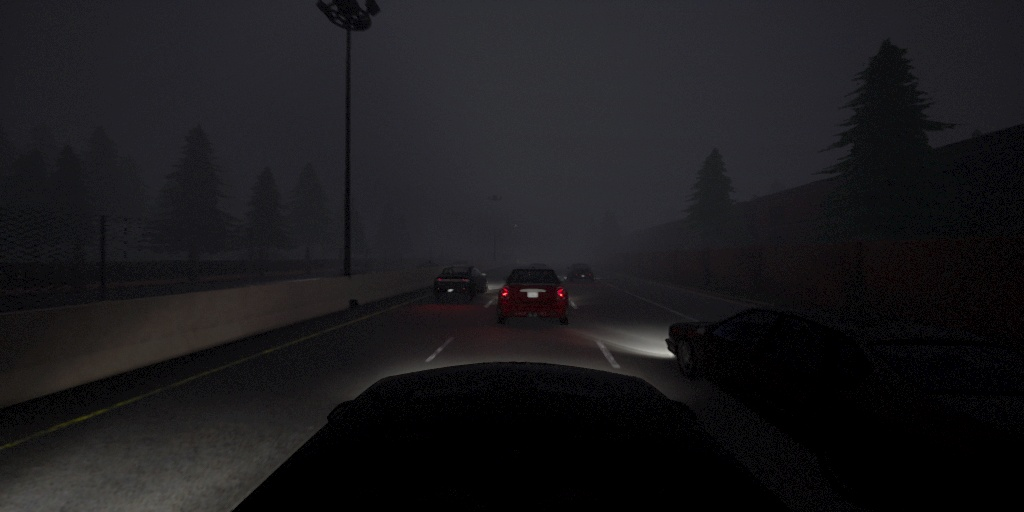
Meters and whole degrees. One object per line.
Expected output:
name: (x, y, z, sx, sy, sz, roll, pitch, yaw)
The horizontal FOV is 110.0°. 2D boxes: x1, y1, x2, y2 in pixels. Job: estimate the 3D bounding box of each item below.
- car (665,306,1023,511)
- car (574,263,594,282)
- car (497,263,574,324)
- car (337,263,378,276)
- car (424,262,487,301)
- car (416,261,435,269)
car: (3.684, 1.317, 4.243, 2.033, 1.411, 5.357, 0, 0, 2)
car: (5.555, 1.320, 29.462, 1.812, 1.442, 4.674, 0, 0, 4)
car: (0.730, 1.112, 12.188, 2.097, 1.767, 4.553, 0, 0, 4)
car: (-15.212, 1.301, 35.474, 1.895, 1.301, 4.718, 0, 0, 5)
car: (-2.395, 1.241, 17.441, 2.128, 1.511, 4.902, 0, 0, 4)
car: (-10.842, 1.293, 45.979, 1.994, 1.385, 4.181, 0, 0, 5)
